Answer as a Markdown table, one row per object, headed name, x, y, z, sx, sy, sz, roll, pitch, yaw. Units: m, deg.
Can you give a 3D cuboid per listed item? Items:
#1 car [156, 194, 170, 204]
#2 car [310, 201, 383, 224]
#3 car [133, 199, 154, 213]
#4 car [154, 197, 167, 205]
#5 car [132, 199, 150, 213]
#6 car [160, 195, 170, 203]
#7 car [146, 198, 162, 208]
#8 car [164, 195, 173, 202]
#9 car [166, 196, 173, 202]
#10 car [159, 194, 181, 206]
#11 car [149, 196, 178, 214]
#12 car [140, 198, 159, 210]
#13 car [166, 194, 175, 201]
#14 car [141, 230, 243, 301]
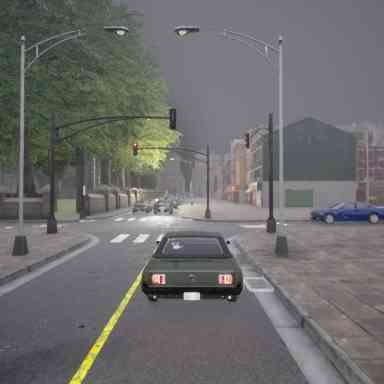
| name | x | y | z | sx | sy | sz | roll | pitch | yaw |
| --- | --- | --- | --- | --- | --- | --- | --- | --- | --- |
| car | -5.715 | 1.422 | 65.816 | 2.192 | 1.841 | 5.009 | 1 | 0 | 0 |
| car | 10.943 | 1.430 | 23.544 | 5.008 | 1.535 | 1.882 | -1 | -1 | 0 |
| car | -5.552 | 1.563 | 38.854 | 1.752 | 1.417 | 4.829 | 1 | 0 | 0 |
| car | -5.676 | 1.670 | 60.365 | 1.802 | 1.307 | 4.206 | 1 | 0 | 0 |
| car | -5.512 | 1.585 | 36.880 | 2.008 | 1.369 | 4.403 | 1 | 0 | 0 |
| car | -5.762 | 1.568 | 71.266 | 1.967 | 1.590 | 4.097 | 1 | 0 | 0 |
| car | -5.587 | 1.623 | 49.466 | 1.947 | 1.339 | 4.313 | 1 | 0 | 0 |
| car | -5.851 | 1.619 | 82.166 | 1.967 | 1.590 | 4.097 | 1 | 0 | 0 |
| car | -5.895 | 1.732 | 87.446 | 1.752 | 1.417 | 4.829 | 1 | 0 | 0 |
| car | -3.026 | 1.401 | 45.249 | 2.097 | 1.767 | 4.553 | 0 | 0 | 0 |
| car | -2.947 | 1.523 | 35.354 | 2.128 | 1.511 | 4.902 | 0 | 0 | 0 |
| car | -5.543 | 1.597 | 44.016 | 2.008 | 1.369 | 4.403 | 1 | 0 | 0 |
| car | -5.937 | 1.554 | 93.068 | 2.192 | 1.841 | 5.009 | 1 | 0 | 0 |
| car | 0.027 | 1.605 | 8.256 | 1.895 | 1.301 | 4.718 | 0 | 0 | 1 |
